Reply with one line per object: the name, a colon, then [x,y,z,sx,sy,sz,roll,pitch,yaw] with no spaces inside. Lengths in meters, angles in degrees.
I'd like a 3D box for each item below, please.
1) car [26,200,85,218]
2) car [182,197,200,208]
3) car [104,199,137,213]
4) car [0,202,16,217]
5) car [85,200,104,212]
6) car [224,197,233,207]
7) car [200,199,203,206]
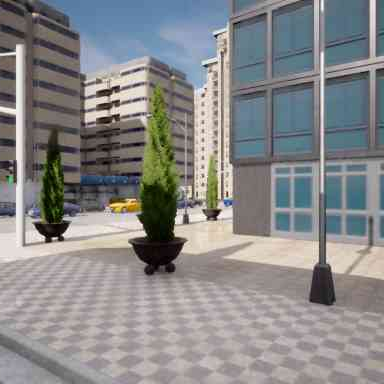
car: [-12.465,1.581,30.207,1.812,1.442,4.674,0,0,35]
car: [-1.365,1.581,45.885,1.812,1.442,4.674,0,0,35]
car: [-7.143,1.533,37.756,1.882,1.535,5.008,0,0,35]
car: [-17.121,1.603,29.725,2.033,1.411,5.357,0,0,35]
car: [-11.786,1.619,37.254,1.994,1.385,4.181,0,0,35]
car: [6.702,1.533,50.910,1.882,1.535,5.008,0,0,35]
car: [-0.008,1.581,53.809,1.812,1.442,4.674,0,0,36]
